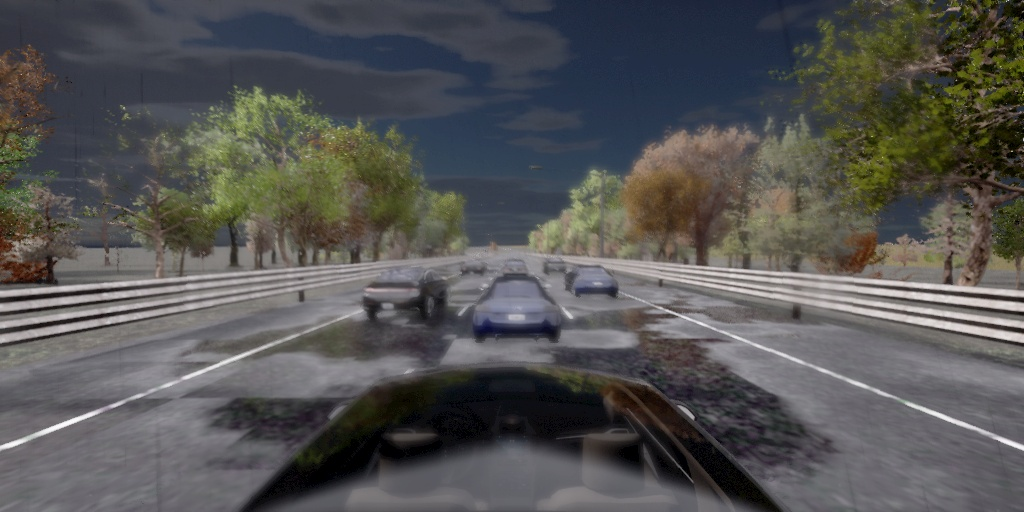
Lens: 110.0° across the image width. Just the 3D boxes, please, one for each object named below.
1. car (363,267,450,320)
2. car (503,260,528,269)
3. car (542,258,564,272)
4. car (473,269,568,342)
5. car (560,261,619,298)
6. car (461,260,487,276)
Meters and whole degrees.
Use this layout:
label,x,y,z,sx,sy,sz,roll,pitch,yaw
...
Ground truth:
label,x,y,z,sx,sy,sz,roll,pitch,yaw
car,-3.337,1.127,12.167,2.128,1.511,4.902,0,1,1
car,0.289,1.014,27.779,2.033,1.411,5.357,0,1,1
car,3.832,0.908,32.450,2.128,1.511,4.902,0,1,1
car,0.128,1.228,9.507,1.994,1.385,4.181,0,1,1
car,3.713,1.142,17.343,1.994,1.385,4.181,0,1,1
car,-3.178,1.033,31.046,1.895,1.301,4.718,0,1,1
